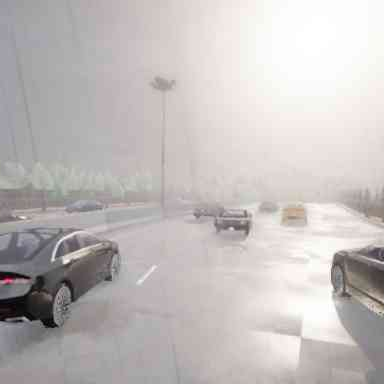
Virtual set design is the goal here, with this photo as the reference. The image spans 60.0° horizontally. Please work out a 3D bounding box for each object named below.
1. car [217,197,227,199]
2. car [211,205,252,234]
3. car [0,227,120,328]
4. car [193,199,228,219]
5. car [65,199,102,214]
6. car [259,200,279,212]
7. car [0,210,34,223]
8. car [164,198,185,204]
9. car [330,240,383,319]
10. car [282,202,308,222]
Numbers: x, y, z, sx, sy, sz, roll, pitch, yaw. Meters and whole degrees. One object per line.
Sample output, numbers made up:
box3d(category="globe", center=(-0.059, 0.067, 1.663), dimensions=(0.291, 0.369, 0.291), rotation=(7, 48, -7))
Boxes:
box3d(category="car", center=(5.270, 1.617, 59.453), dimensions=(1.837, 1.490, 4.892), rotation=(0, 0, 21))
box3d(category="car", center=(2.570, 1.639, 19.637), dimensions=(1.895, 1.301, 4.718), rotation=(0, 0, 13))
box3d(category="car", center=(-2.943, 1.487, 6.985), dimensions=(2.128, 1.511, 4.902), rotation=(0, 0, 4))
box3d(category="car", center=(1.688, 1.593, 29.277), dimensions=(2.033, 1.411, 5.357), rotation=(0, 0, 19))
box3d(category="car", center=(-11.291, 1.517, 35.120), dimensions=(1.812, 1.442, 4.674), rotation=(0, 0, 19))
box3d(category="car", center=(9.269, 1.660, 39.829), dimensions=(1.994, 1.385, 4.181), rotation=(0, 0, 20))
box3d(category="car", center=(-9.263, 1.522, 14.839), dimensions=(2.033, 1.411, 5.357), rotation=(0, 0, 9))
box3d(category="car", center=(-2.456, 1.577, 48.916), dimensions=(1.812, 1.442, 4.674), rotation=(0, 0, 21))
box3d(category="car", center=(3.952, 1.518, 5.647), dimensions=(2.128, 1.511, 4.902), rotation=(0, 0, 4))
box3d(category="car", center=(8.446, 1.553, 27.266), dimensions=(1.882, 1.535, 5.008), rotation=(0, 0, 18))
